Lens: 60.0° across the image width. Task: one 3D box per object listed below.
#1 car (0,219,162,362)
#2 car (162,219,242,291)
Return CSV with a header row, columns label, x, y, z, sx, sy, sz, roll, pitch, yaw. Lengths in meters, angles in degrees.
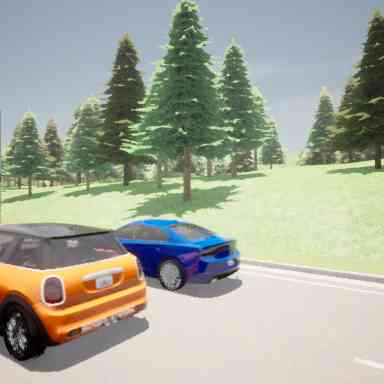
label,x,y,z,sx,sy,sz,roll,pitch,yaw
car,-3.022,1.351,6.156,4.553,1.767,2.097,0,0,36
car,-1.107,1.477,9.089,5.008,1.535,1.882,0,0,36
